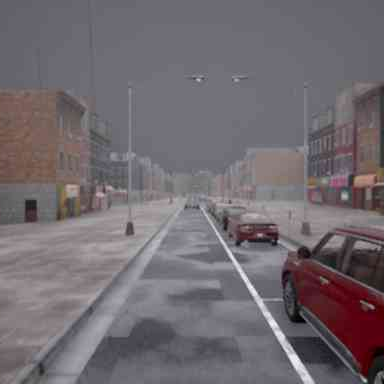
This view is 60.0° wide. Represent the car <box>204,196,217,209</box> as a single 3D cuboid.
[{"bbox_3d":[2.634,1.435,36.970,1.967,1.590,4.097,0,0,0],"label":"car"}]

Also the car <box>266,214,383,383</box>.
[{"bbox_3d":[2.635,1.309,4.167,2.192,1.841,5.009,0,0,0],"label":"car"}]

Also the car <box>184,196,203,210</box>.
[{"bbox_3d":[0.002,1.567,42.537,1.994,1.385,4.181,0,0,0],"label":"car"}]

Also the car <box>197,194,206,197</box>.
[{"bbox_3d":[2.633,1.567,79.780,1.967,1.590,4.097,-1,0,0],"label":"car"}]

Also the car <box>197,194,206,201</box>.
[{"bbox_3d":[2.632,1.496,90.585,2.192,1.841,5.009,-1,0,0],"label":"car"}]

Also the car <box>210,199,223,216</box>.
[{"bbox_3d":[2.635,1.512,26.206,1.752,1.417,4.829,0,0,0],"label":"car"}]

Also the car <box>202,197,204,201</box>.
[{"bbox_3d":[2.635,1.585,42.437,1.802,1.307,4.206,0,0,0],"label":"car"}]

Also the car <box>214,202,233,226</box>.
[{"bbox_3d":[2.635,1.551,20.569,1.947,1.339,4.313,0,0,0],"label":"car"}]

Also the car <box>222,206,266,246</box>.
[{"bbox_3d":[2.635,1.530,15.103,1.887,1.381,4.507,0,0,0],"label":"car"}]

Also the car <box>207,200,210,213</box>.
[{"bbox_3d":[2.635,1.571,31.504,1.802,1.307,4.206,0,0,0],"label":"car"}]
